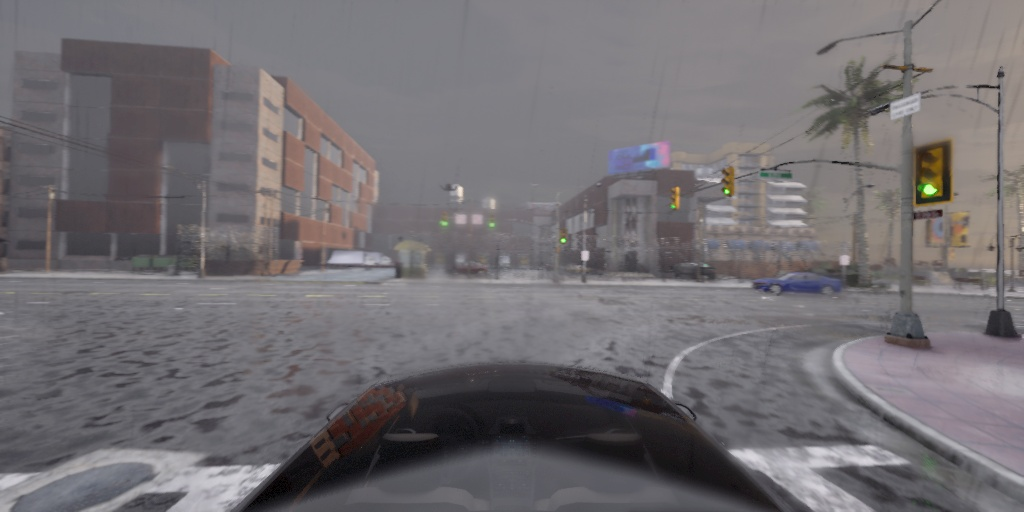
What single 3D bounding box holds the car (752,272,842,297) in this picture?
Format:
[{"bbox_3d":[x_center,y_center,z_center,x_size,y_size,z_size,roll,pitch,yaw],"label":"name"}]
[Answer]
[{"bbox_3d":[19.311,1.864,24.492,5.008,1.535,1.882,1,-1,10],"label":"car"}]
